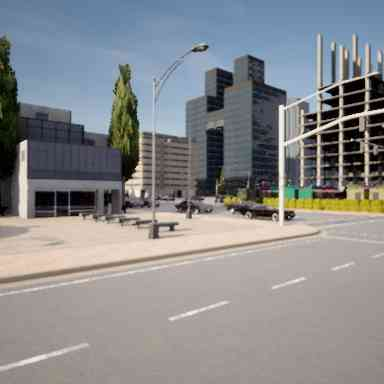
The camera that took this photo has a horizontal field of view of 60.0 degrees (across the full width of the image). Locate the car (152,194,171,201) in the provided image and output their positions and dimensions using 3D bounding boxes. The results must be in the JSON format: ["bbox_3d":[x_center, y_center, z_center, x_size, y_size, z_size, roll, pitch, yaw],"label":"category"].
[{"bbox_3d":[-7.915,1.421,87.268,4.605,1.855,1.932,0,0,-39],"label":"car"}]

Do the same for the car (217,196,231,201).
[{"bbox_3d":[9.099,1.751,93.978,3.806,1.475,1.970,0,0,-39],"label":"car"}]

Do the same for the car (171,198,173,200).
[{"bbox_3d":[-0.281,1.745,42.656,1.895,1.301,4.718,0,0,-38],"label":"car"}]

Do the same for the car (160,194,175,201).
[{"bbox_3d":[-6.122,1.423,84.996,3.866,1.878,1.905,0,0,-39],"label":"car"}]

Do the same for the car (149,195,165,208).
[{"bbox_3d":[-6.711,1.639,50.949,2.128,1.511,4.902,0,0,-38],"label":"car"}]

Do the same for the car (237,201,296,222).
[{"bbox_3d":[6.420,1.722,28.341,1.895,1.301,4.718,0,0,-38],"label":"car"}]

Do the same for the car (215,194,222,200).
[{"bbox_3d":[6.349,1.419,69.845,3.866,1.878,1.905,0,0,-39],"label":"car"}]

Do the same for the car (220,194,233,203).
[{"bbox_3d":[8.176,1.658,67.598,3.806,1.475,1.970,0,0,-39],"label":"car"}]

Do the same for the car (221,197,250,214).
[{"bbox_3d":[5.787,1.633,34.852,2.128,1.511,4.902,0,0,-38],"label":"car"}]

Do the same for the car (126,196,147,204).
[{"bbox_3d":[-11.538,1.682,68.848,2.128,1.511,4.902,0,0,-38],"label":"car"}]

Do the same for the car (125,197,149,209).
[{"bbox_3d":[-8.647,1.486,47.735,2.097,1.767,4.553,0,-1,-38],"label":"car"}]

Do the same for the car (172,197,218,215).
[{"bbox_3d":[0.273,1.631,36.241,1.837,1.490,4.892,0,-1,-38],"label":"car"}]
